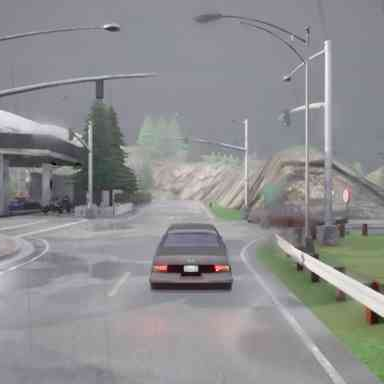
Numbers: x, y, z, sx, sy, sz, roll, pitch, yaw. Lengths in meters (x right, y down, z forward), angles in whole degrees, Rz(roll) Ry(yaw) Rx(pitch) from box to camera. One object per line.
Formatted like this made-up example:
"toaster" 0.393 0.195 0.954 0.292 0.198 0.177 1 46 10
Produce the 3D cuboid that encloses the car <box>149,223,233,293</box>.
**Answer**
"car" -0.001 1.546 9.011 2.033 1.411 5.357 0 0 0

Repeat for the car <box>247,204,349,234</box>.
"car" 5.554 1.368 18.119 2.033 1.411 5.357 -1 0 -43

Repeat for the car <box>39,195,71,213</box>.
"car" -14.585 1.306 36.167 1.905 1.878 3.866 0 0 -1

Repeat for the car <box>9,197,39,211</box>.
"car" -20.298 1.472 40.436 2.242 1.667 4.611 0 0 -1
